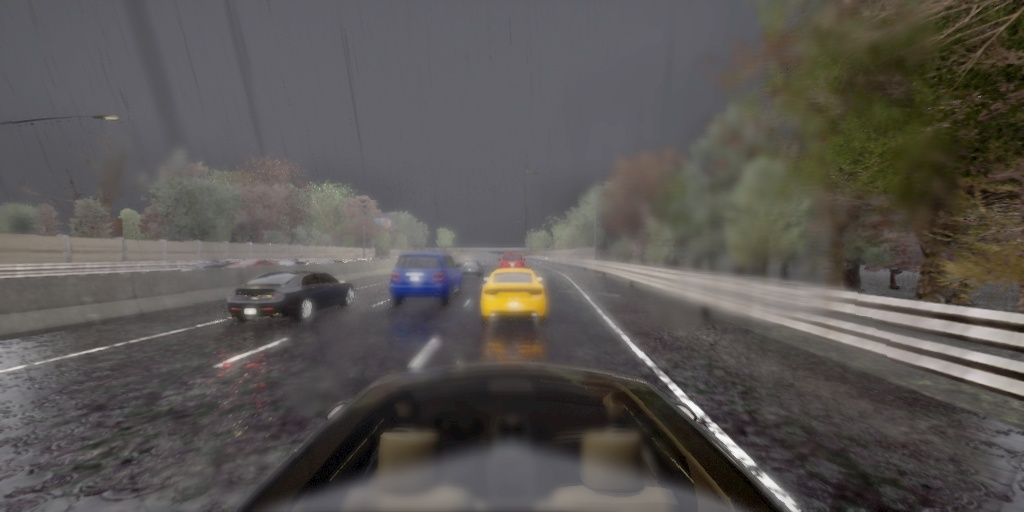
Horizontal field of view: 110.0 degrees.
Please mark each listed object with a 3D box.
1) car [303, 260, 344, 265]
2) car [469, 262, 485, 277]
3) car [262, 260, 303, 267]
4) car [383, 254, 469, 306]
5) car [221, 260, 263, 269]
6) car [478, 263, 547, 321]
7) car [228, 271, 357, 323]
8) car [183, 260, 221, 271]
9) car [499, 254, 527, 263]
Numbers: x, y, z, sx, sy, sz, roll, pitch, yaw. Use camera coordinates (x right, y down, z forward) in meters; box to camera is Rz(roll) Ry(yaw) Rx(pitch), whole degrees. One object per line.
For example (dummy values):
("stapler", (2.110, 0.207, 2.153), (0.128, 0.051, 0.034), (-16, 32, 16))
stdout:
("car", (-17.584, 1.139, 34.502), (1.837, 1.490, 4.892), (0, 0, 0))
("car", (-3.393, 1.205, 32.186), (1.994, 1.385, 4.181), (0, 0, 0))
("car", (-21.076, 1.161, 34.201), (1.812, 1.442, 4.674), (0, 0, 0))
("car", (-3.398, 0.919, 15.454), (2.150, 2.045, 5.566), (0, 0, 0))
("car", (-24.583, 1.113, 34.181), (1.882, 1.535, 5.008), (0, 0, 0))
("car", (0.097, 1.187, 12.248), (1.882, 1.535, 5.008), (0, 0, 0))
("car", (-6.905, 1.218, 11.920), (1.837, 1.490, 4.892), (0, 1, 0))
("car", (-27.918, 1.130, 33.301), (2.128, 1.511, 4.902), (0, 0, -1))
("car", (0.107, 0.866, 30.842), (2.150, 2.045, 5.566), (0, 0, 0))
